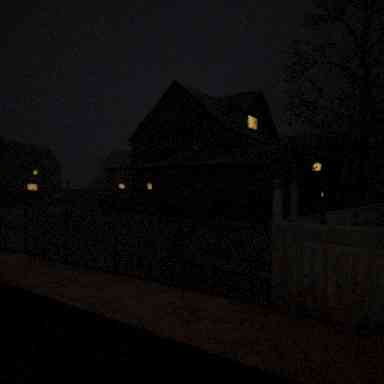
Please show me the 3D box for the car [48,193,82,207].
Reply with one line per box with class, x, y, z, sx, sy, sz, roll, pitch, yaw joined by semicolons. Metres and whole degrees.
car;-13.270;0.766;34.714;2.033;1.411;5.357;2;2;35
